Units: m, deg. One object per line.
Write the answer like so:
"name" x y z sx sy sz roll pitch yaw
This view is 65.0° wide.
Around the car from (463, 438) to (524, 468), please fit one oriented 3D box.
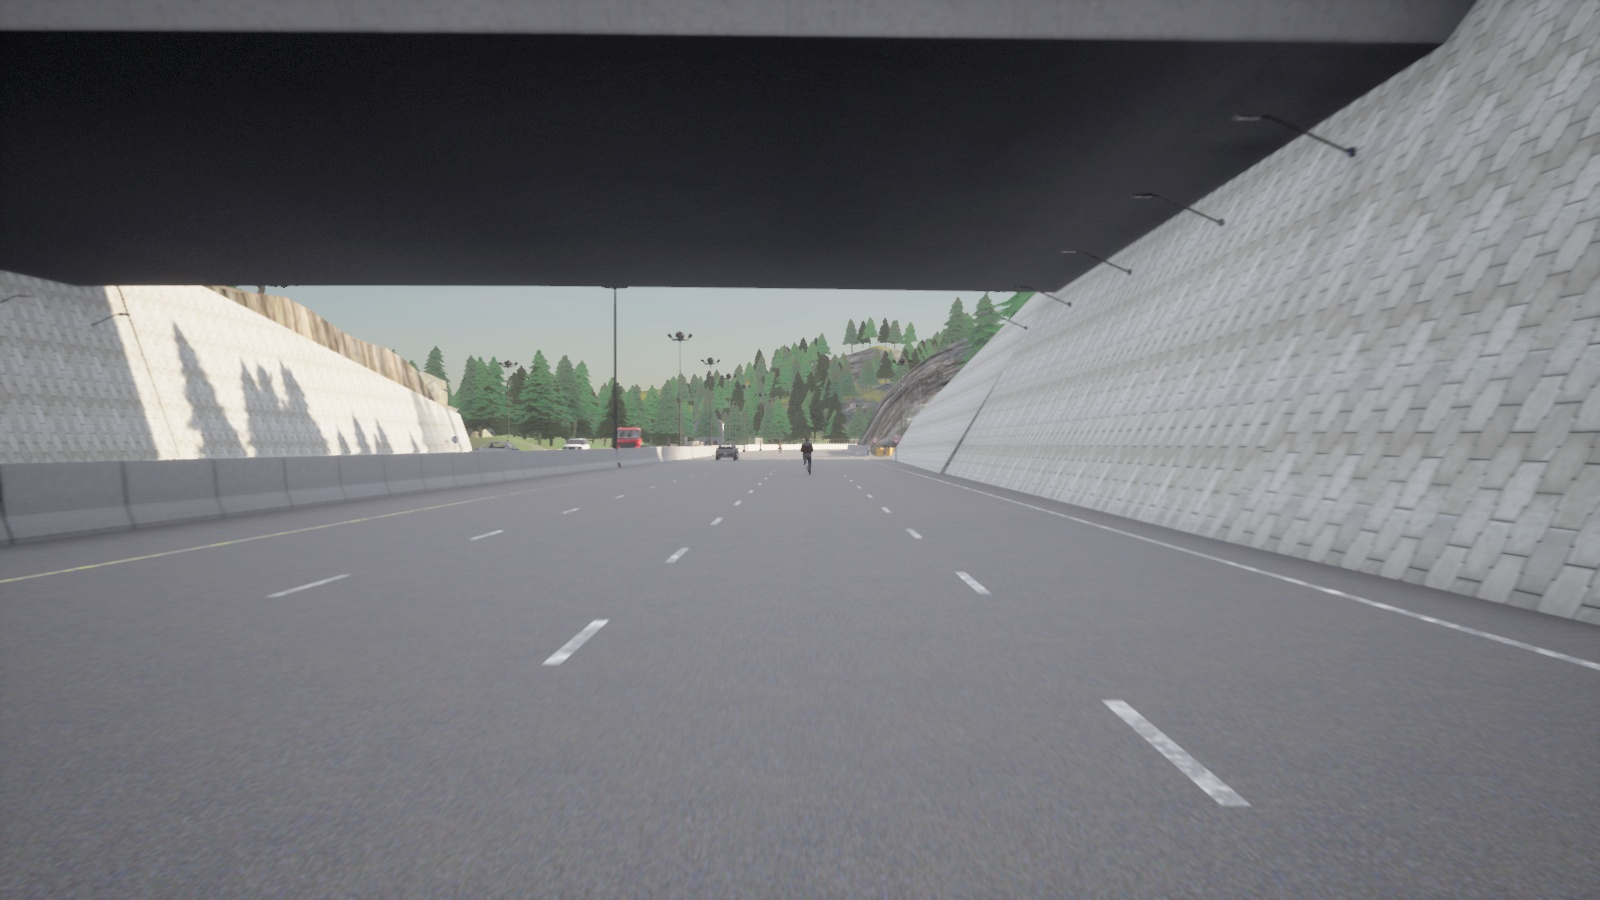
"car" -17.118 0.138 70.420 2.152 1.651 5.027 0 0 0
